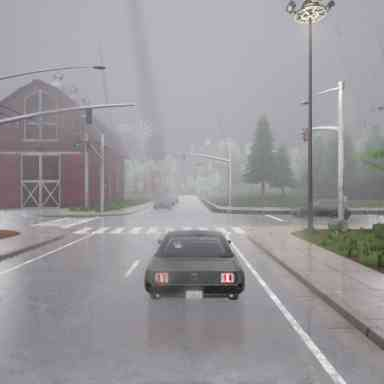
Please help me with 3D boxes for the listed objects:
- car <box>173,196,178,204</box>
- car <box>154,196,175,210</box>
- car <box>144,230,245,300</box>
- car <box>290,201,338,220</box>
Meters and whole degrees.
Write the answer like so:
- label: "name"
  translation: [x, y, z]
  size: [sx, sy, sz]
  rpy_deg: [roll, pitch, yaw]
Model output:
- label: "car"
  translation: [-3.611, 1.505, 52.171]
  size: [1.837, 1.490, 4.892]
  rpy_deg: [0, 0, 0]
- label: "car"
  translation: [-3.614, 1.564, 42.150]
  size: [1.994, 1.385, 4.181]
  rpy_deg: [0, 0, 0]
- label: "car"
  translation: [0.063, 1.601, 8.339]
  size: [1.895, 1.301, 4.718]
  rpy_deg: [0, 0, 0]
- label: "car"
  translation: [10.426, 1.499, 27.049]
  size: [4.674, 1.442, 1.812]
  rpy_deg: [0, 0, -1]
